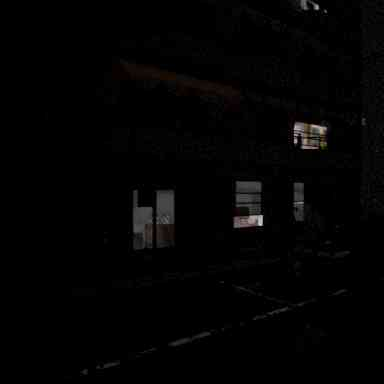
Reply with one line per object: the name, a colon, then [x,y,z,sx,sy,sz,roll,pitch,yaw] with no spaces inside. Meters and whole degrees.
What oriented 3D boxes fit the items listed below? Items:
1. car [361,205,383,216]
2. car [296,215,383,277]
car: [16.791,1.888,32.071,1.895,1.301,4.718,0,-1,-36]
car: [5.012,1.582,10.209,4.206,1.307,1.802,0,0,-36]
